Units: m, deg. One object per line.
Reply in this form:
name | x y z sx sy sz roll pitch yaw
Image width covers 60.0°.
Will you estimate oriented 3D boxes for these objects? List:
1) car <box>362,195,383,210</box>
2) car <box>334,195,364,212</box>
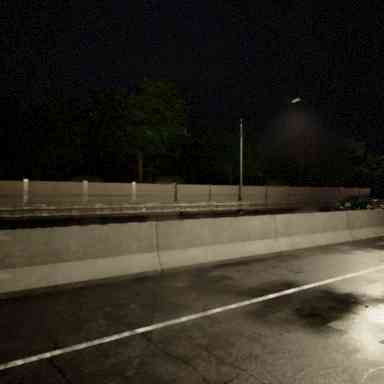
car | 20.892 1.518 36.084 4.553 1.767 2.097 0 0 -35
car | 19.087 1.387 39.095 5.566 2.045 2.150 0 0 -36
